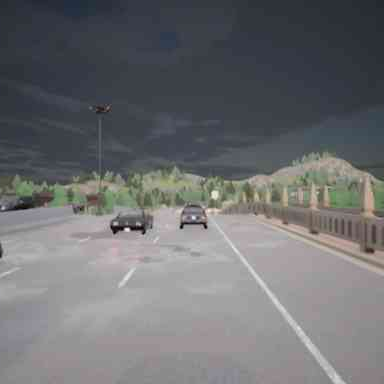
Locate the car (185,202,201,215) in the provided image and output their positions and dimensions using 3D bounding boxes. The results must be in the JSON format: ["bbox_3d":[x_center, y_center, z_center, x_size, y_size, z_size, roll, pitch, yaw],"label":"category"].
[{"bbox_3d":[0.109,2.079,41.644,1.837,1.490,4.892,0,-3,0],"label":"car"}]

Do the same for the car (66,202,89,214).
[{"bbox_3d":[-13.992,1.882,40.009,1.895,1.301,4.718,0,-3,0],"label":"car"}]

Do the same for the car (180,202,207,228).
[{"bbox_3d":[0.103,1.676,23.167,2.033,1.411,5.357,0,0,0],"label":"car"}]

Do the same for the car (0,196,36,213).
[{"bbox_3d":[-17.495,1.425,32.766,2.150,2.045,5.566,0,-1,0],"label":"car"}]

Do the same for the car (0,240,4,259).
[{"bbox_3d":[-6.897,1.552,8.609,1.837,1.490,4.892,0,0,0],"label":"car"}]

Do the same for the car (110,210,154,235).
[{"bbox_3d":[-3.397,1.710,19.684,1.895,1.301,4.718,0,0,0],"label":"car"}]
